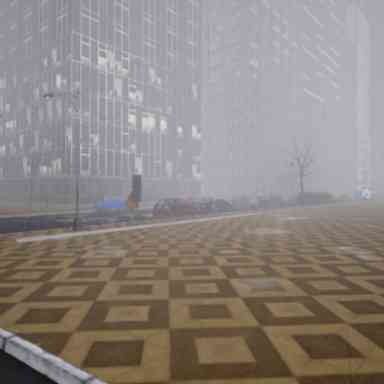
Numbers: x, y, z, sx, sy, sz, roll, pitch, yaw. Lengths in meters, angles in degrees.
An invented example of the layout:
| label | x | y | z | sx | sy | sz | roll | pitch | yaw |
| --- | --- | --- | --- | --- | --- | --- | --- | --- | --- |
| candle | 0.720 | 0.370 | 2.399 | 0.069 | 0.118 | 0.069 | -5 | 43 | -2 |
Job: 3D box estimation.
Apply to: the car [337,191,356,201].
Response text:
| label | x | y | z | sx | sy | sz | roll | pitch | yaw |
| --- | --- | --- | --- | --- | --- | --- | --- | --- | --- |
| car | 28.430 | 0.952 | 61.973 | 1.752 | 1.417 | 4.829 | 1 | 1 | 41 |

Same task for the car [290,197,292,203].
| label | x | y | z | sx | sy | sz | roll | pitch | yaw |
| --- | --- | --- | --- | --- | --- | --- | --- | --- | --- |
| car | 17.005 | 1.094 | 52.821 | 1.994 | 1.385 | 4.181 | 0 | 1 | 41 |

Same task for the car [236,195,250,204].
| label | x | y | z | sx | sy | sz | roll | pitch | yaw |
| --- | --- | --- | --- | --- | --- | --- | --- | --- | --- |
| car | 7.142 | 1.139 | 50.068 | 1.947 | 1.339 | 4.313 | 1 | 1 | 41 |

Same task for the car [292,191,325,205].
| label | x | y | z | sx | sy | sz | roll | pitch | yaw |
| --- | --- | --- | --- | --- | --- | --- | --- | --- | --- |
| car | 17.195 | 0.880 | 48.900 | 2.192 | 1.841 | 5.009 | 1 | 1 | 41 |

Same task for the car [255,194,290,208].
| label | x | y | z | sx | sy | sz | roll | pitch | yaw |
| --- | --- | --- | --- | --- | --- | --- | --- | --- | --- |
| car | 9.776 | 1.238 | 40.277 | 1.802 | 1.307 | 4.206 | 1 | 1 | 41 |

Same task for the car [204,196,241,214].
| label | x | y | z | sx | sy | sz | roll | pitch | yaw |
| --- | --- | --- | --- | --- | --- | --- | --- | --- | --- |
| car | 2.410 | 1.314 | 31.607 | 1.947 | 1.339 | 4.313 | 1 | 1 | 41 |

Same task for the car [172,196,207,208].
| label | x | y | z | sx | sy | sz | roll | pitch | yaw |
| --- | --- | --- | --- | --- | --- | --- | --- | --- | --- |
| car | -0.281 | 1.209 | 41.448 | 1.887 | 1.381 | 4.507 | 1 | 1 | 41 |

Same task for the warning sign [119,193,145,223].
| label | x | y | z | sx | sy | sz | roll | pitch | yaw |
| --- | --- | --- | --- | --- | --- | --- | --- | --- | --- |
| warning sign | -3.776 | 0.971 | 20.886 | 1.300 | 1.860 | 1.060 | 0 | 0 | 41 |

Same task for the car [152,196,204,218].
| label | x | y | z | sx | sy | sz | roll | pitch | yaw |
| --- | --- | --- | --- | --- | --- | --- | --- | --- | --- |
| car | -1.256 | 1.234 | 27.256 | 1.967 | 1.590 | 4.097 | 1 | 1 | 41 |

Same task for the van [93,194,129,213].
| label | x | y | z | sx | sy | sz | roll | pitch | yaw |
| --- | --- | --- | --- | --- | --- | --- | --- | --- | --- |
| van | -7.782 | 1.096 | 32.891 | 1.690 | 1.788 | 3.998 | 1 | 1 | 41 |

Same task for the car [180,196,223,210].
| label | x | y | z | sx | sy | sz | roll | pitch | yaw |
| --- | --- | --- | --- | --- | --- | --- | --- | --- | --- |
| car | 1.205 | 1.229 | 39.192 | 2.033 | 1.411 | 5.357 | 0 | 1 | 41 |

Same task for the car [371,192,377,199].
| label | x | y | z | sx | sy | sz | roll | pitch | yaw |
| --- | --- | --- | --- | --- | --- | --- | --- | --- | --- |
| car | 39.445 | 0.843 | 74.786 | 2.008 | 1.369 | 4.403 | 1 | 1 | 41 |

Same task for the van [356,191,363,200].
| label | x | y | z | sx | sy | sz | roll | pitch | yaw |
| --- | --- | --- | --- | --- | --- | --- | --- | --- | --- |
| van | 35.738 | 0.678 | 70.469 | 1.690 | 1.788 | 3.998 | 1 | 1 | 41 |

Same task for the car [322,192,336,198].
| label | x | y | z | sx | sy | sz | roll | pitch | yaw |
| --- | --- | --- | --- | --- | --- | --- | --- | --- | --- |
| car | 33.104 | 0.821 | 80.265 | 1.947 | 1.339 | 4.313 | 1 | 1 | 41 |

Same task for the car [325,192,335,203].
| label | x | y | z | sx | sy | sz | roll | pitch | yaw |
| --- | --- | --- | --- | --- | --- | --- | --- | --- | --- |
| car | 20.903 | 0.834 | 53.214 | 2.192 | 1.841 | 5.009 | 1 | 1 | 41 |

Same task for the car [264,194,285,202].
| label | x | y | z | sx | sy | sz | roll | pitch | yaw |
| --- | --- | --- | --- | --- | --- | --- | --- | --- | --- |
| car | 14.560 | 1.048 | 58.696 | 1.947 | 1.339 | 4.313 | 1 | 1 | 41 |

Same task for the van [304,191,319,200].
| label | x | y | z | sx | sy | sz | roll | pitch | yaw |
| --- | --- | --- | --- | --- | --- | --- | --- | --- | --- |
| van | 25.687 | 0.686 | 71.634 | 1.690 | 1.788 | 3.998 | 1 | 1 | 41 |
